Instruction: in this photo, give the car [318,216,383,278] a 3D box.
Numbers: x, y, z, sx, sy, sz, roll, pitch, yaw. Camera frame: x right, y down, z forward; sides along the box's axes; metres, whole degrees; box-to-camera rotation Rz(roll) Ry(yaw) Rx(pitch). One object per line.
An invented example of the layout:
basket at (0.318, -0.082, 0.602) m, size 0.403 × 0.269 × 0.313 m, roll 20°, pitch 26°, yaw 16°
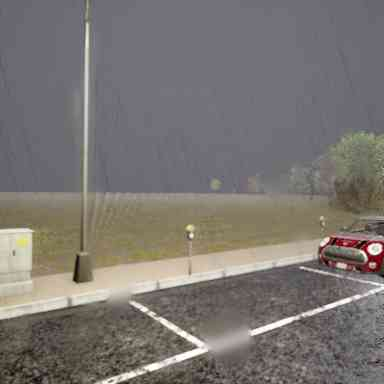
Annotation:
car at (5.667, 1.470, 10.126) m, size 4.097 × 1.590 × 1.967 m, roll 0°, pitch 1°, yaw -35°
